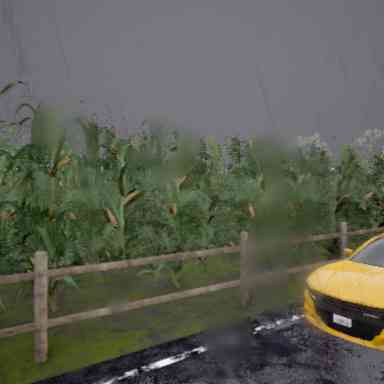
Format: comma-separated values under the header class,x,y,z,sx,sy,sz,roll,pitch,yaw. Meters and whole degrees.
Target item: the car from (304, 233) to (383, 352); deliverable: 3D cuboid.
class,x,y,z,sx,sy,sz,roll,pitch,yaw
car,4.081,1.477,5.988,5.008,1.535,1.882,0,0,-36
